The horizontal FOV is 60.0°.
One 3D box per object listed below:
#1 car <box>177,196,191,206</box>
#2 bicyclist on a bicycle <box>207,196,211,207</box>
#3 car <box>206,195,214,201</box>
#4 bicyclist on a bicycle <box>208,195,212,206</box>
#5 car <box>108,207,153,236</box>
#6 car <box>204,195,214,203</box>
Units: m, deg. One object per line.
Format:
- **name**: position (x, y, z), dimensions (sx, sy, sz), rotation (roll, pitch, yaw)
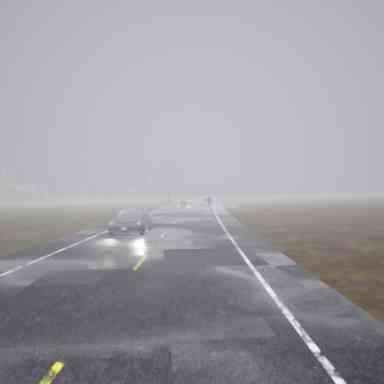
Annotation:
- **car**: position (-1.346, 1.511, 59.665), dimensions (2.097, 1.767, 4.553), rotation (0, 0, 5)
- **bicyclist on a bicycle**: position (2.579, 1.590, 50.921), dimensions (0.582, 1.620, 1.656), rotation (0, -1, 4)
- **car**: position (5.056, 1.582, 93.132), dimensions (2.128, 1.511, 4.902), rotation (0, 0, 5)
- **bicyclist on a bicycle**: position (3.219, 1.530, 60.346), dimensions (0.659, 1.776, 1.843), rotation (0, 0, 4)
- **car**: position (-3.347, 1.580, 18.914), dimensions (1.812, 1.442, 4.674), rotation (0, 0, 1)
- **car**: position (3.776, 1.682, 78.500), dimensions (1.882, 1.535, 5.008), rotation (0, 0, 5)
